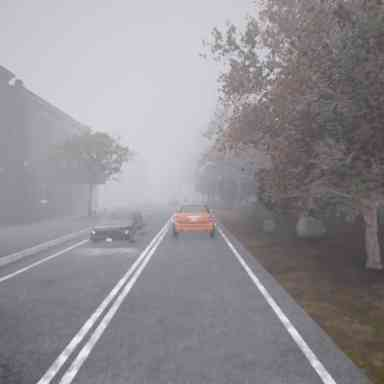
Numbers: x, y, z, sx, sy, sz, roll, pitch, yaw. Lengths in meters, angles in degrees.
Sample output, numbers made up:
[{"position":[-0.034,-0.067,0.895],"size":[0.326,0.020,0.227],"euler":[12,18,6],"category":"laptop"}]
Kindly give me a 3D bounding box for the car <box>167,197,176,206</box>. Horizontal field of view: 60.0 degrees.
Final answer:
[{"position":[-3.214,1.652,58.357],"size":[1.837,1.490,4.892],"euler":[0,0,1],"category":"car"}]

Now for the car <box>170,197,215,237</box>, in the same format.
[{"position":[0.100,1.354,18.261],"size":[2.097,1.767,4.553],"euler":[0,0,0],"category":"car"}]

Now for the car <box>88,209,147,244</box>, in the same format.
[{"position":[-3.351,1.549,16.116],"size":[2.033,1.411,5.357],"euler":[0,0,0],"category":"car"}]
